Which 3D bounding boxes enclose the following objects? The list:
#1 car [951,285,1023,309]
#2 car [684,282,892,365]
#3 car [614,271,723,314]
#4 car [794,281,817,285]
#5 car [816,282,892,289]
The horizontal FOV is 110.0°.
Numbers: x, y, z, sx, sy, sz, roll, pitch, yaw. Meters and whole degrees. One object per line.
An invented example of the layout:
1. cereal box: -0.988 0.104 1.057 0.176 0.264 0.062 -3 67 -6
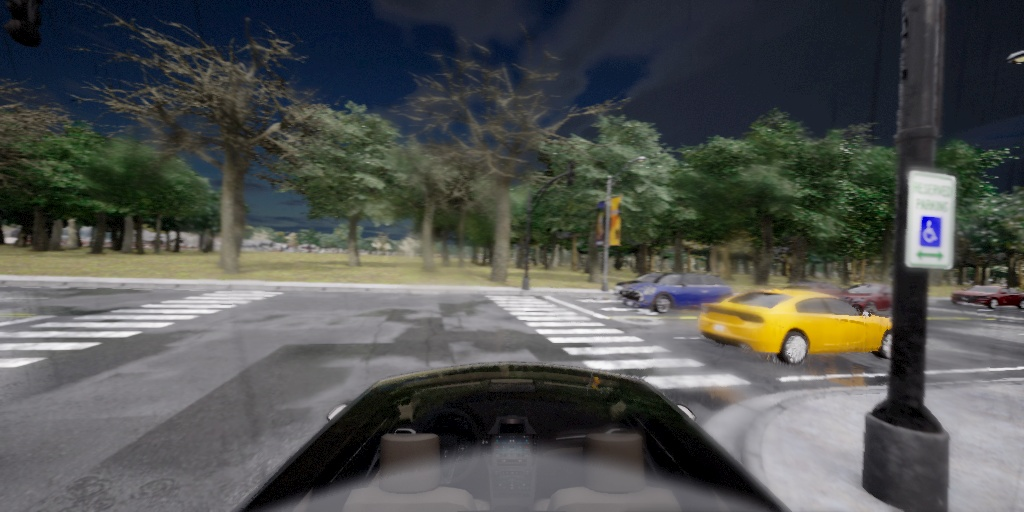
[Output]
1. car: 33.631 2.824 25.242 5.008 1.535 1.882 3 0 -13
2. car: 7.051 1.579 8.767 5.008 1.535 1.882 3 -1 -16
3. car: 7.141 1.486 15.520 4.553 1.767 2.097 3 0 -14
4. car: 18.020 2.203 21.500 4.181 1.385 1.994 3 0 -14
5. car: 18.333 2.164 18.231 4.674 1.442 1.812 3 0 -14
